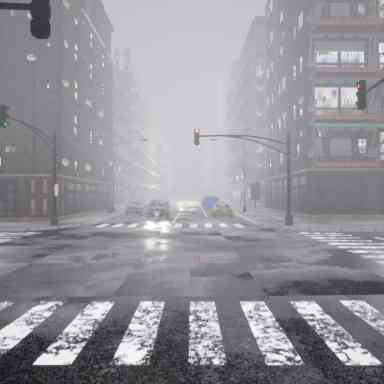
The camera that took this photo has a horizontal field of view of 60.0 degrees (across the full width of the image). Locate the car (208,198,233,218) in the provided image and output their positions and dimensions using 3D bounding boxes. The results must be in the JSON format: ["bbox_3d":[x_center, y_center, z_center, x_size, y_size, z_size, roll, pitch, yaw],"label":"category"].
[{"bbox_3d":[2.707,1.538,30.241,1.752,1.417,4.829,1,0,0],"label":"car"}]

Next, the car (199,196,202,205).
[{"bbox_3d":[2.581,1.347,49.728,2.192,1.841,5.009,1,0,0],"label":"car"}]

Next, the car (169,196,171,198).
[{"bbox_3d":[-5.301,1.627,60.986,1.802,1.307,4.206,1,0,0],"label":"car"}]

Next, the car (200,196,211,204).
[{"bbox_3d":[2.580,1.604,66.697,2.008,1.369,4.403,1,0,0],"label":"car"}]

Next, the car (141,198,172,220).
[{"bbox_3d":[-2.747,1.506,28.366,2.128,1.511,4.902,0,0,0],"label":"car"}]

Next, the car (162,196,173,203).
[{"bbox_3d":[-5.300,1.613,72.302,2.008,1.369,4.403,1,0,0],"label":"car"}]

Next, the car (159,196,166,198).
[{"bbox_3d":[-5.302,1.613,49.670,1.802,1.307,4.206,1,0,0],"label":"car"}]

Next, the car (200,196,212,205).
[{"bbox_3d":[2.581,1.486,61.040,1.967,1.590,4.097,1,0,0],"label":"car"}]

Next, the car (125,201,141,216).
[{"bbox_3d":[-5.432,1.565,32.697,2.008,1.369,4.403,1,0,0],"label":"car"}]

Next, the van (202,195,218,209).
[{"bbox_3d":[2.613,1.366,44.075,1.690,1.788,3.998,1,0,0],"label":"van"}]

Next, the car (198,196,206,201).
[{"bbox_3d":[2.581,1.627,83.665,1.887,1.381,4.507,1,0,0],"label":"car"}]

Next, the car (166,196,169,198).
[{"bbox_3d":[-5.301,1.563,55.158,1.752,1.417,4.829,1,0,0],"label":"car"}]
